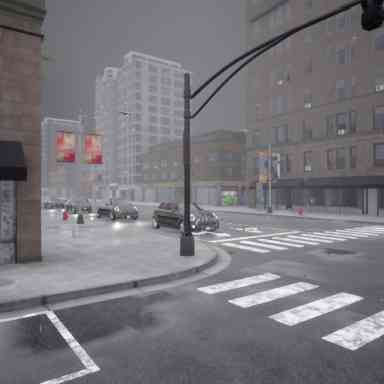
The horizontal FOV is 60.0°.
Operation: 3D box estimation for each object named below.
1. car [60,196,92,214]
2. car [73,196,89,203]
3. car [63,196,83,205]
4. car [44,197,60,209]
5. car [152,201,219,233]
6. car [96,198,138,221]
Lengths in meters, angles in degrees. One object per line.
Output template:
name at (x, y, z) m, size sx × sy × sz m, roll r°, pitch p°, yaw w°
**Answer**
car at (-12.216, 1.454, 35.568) m, size 1.837 × 1.490 × 4.892 m, roll 0°, pitch 0°, yaw -36°
car at (-22.173, 1.451, 66.292) m, size 1.994 × 1.385 × 4.181 m, roll 0°, pitch 0°, yaw -36°
car at (-21.379, 1.450, 59.665) m, size 2.033 × 1.411 × 5.357 m, roll 0°, pitch 0°, yaw -36°
car at (-18.278, 1.438, 44.015) m, size 1.837 × 1.490 × 4.892 m, roll 0°, pitch 0°, yaw -35°
car at (-0.471, 1.332, 19.316) m, size 2.097 × 1.767 × 4.553 m, roll 0°, pitch 0°, yaw -36°
car at (-6.156, 1.317, 27.175) m, size 2.097 × 1.767 × 4.553 m, roll 0°, pitch 0°, yaw -36°
